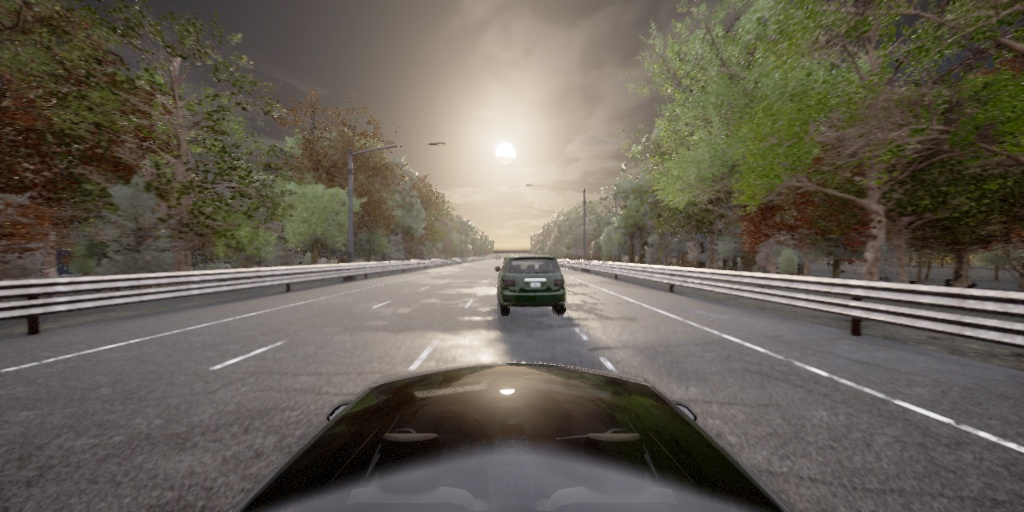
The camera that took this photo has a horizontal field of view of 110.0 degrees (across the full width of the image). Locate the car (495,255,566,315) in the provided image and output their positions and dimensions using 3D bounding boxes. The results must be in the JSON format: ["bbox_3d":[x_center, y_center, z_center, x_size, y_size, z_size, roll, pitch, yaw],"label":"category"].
[{"bbox_3d":[0.571,0.972,13.542,2.150,2.045,5.566,0,0,-3],"label":"car"}]
